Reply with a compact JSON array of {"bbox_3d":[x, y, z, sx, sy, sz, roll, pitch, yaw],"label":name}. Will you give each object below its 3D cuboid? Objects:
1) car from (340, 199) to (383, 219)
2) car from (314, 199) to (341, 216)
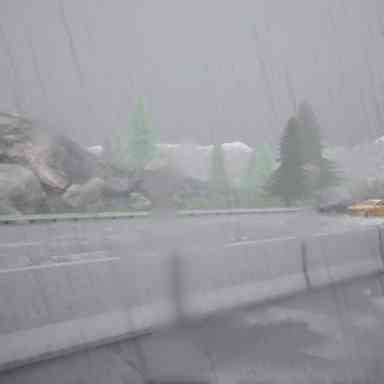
[{"bbox_3d":[15.619,1.421,28.703,5.008,1.535,1.882,0,0,-24],"label":"car"},{"bbox_3d":[13.933,1.411,31.777,5.008,1.535,1.882,0,0,-24],"label":"car"}]
